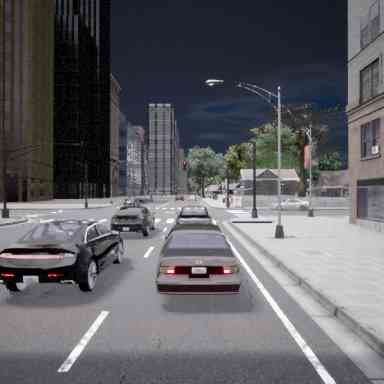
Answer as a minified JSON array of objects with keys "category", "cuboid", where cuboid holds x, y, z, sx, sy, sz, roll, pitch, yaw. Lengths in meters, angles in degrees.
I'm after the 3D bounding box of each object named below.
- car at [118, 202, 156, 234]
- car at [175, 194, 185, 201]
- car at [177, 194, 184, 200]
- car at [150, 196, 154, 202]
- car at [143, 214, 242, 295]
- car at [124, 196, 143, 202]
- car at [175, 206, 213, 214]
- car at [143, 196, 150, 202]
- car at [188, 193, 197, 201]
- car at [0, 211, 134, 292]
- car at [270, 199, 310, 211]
[{"category":"car","cuboid":[-3.131,1.504,18.190,1.837,1.490,4.892,0,0,0]},{"category":"car","cuboid":[-3.161,1.342,83.997,2.097,1.767,4.553,0,0,0]},{"category":"car","cuboid":[-3.150,1.311,94.032,1.882,1.535,5.008,0,0,0]},{"category":"car","cuboid":[-9.672,1.517,73.308,1.812,1.442,4.674,0,0,0]},{"category":"car","cuboid":[0.100,1.545,8.857,2.033,1.411,5.357,0,0,-1]},{"category":"car","cuboid":[-9.769,1.486,53.876,2.128,1.511,4.902,0,0,1]},{"category":"car","cuboid":[0.117,1.491,17.910,2.128,1.511,4.902,0,0,0]},{"category":"car","cuboid":[-9.726,1.595,63.196,1.895,1.301,4.718,0,0,1]},{"category":"car","cuboid":[0.089,1.511,84.023,1.812,1.442,4.674,0,0,0]},{"category":"car","cuboid":[-3.142,1.492,8.930,2.128,1.511,4.902,0,0,0]},{"category":"car","cuboid":[11.960,1.574,40.813,4.674,1.442,1.812,0,-1,2]}]
